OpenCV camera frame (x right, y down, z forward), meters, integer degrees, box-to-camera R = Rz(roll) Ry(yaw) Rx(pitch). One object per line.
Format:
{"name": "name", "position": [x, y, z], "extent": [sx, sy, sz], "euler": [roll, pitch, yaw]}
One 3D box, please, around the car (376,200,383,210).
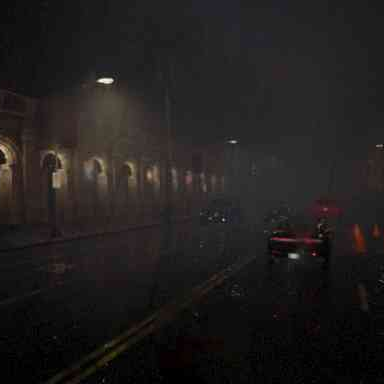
{"name": "car", "position": [28.567, 1.891, 49.297], "extent": [2.161, 1.482, 4.786], "euler": [-1, -1, 25]}

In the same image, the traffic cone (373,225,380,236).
{"name": "traffic cone", "position": [10.231, 2.102, 18.473], "extent": [0.340, 0.580, 0.340], "euler": [-1, -1, 25]}

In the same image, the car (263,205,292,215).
{"name": "car", "position": [7.362, 1.831, 28.126], "extent": [2.033, 1.411, 5.357], "euler": [-1, -1, 25]}

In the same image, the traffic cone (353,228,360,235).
{"name": "traffic cone", "position": [7.661, 2.082, 15.249], "extent": [0.340, 0.580, 0.340], "euler": [-1, -1, 25]}

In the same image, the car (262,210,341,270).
{"name": "car", "position": [3.875, 1.603, 11.572], "extent": [2.128, 1.511, 4.902], "euler": [-1, -1, 25]}

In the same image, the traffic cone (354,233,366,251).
{"name": "traffic cone", "position": [6.831, 2.067, 13.429], "extent": [0.340, 0.580, 0.340], "euler": [-1, -1, 25]}

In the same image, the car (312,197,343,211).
{"name": "car", "position": [11.622, 1.478, 28.564], "extent": [2.150, 2.045, 5.566], "euler": [-1, -1, 24]}

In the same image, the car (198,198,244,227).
{"name": "car", "position": [2.415, 1.514, 25.723], "extent": [2.150, 2.045, 5.566], "euler": [-1, -1, 25]}

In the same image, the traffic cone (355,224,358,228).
{"name": "traffic cone", "position": [8.491, 2.098, 17.069], "extent": [0.340, 0.580, 0.340], "euler": [-1, -1, 25]}
